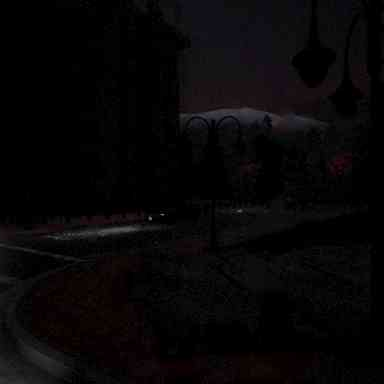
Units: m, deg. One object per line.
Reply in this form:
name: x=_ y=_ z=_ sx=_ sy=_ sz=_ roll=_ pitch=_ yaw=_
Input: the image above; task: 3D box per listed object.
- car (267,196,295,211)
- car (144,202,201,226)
car: x=10.843 y=1.334 z=40.384 sx=2.097 sy=1.767 sz=4.553 roll=0 pitch=0 yaw=36
car: x=-1.292 y=1.475 z=23.711 sx=2.128 sy=1.511 sz=4.902 roll=0 pitch=0 yaw=36
